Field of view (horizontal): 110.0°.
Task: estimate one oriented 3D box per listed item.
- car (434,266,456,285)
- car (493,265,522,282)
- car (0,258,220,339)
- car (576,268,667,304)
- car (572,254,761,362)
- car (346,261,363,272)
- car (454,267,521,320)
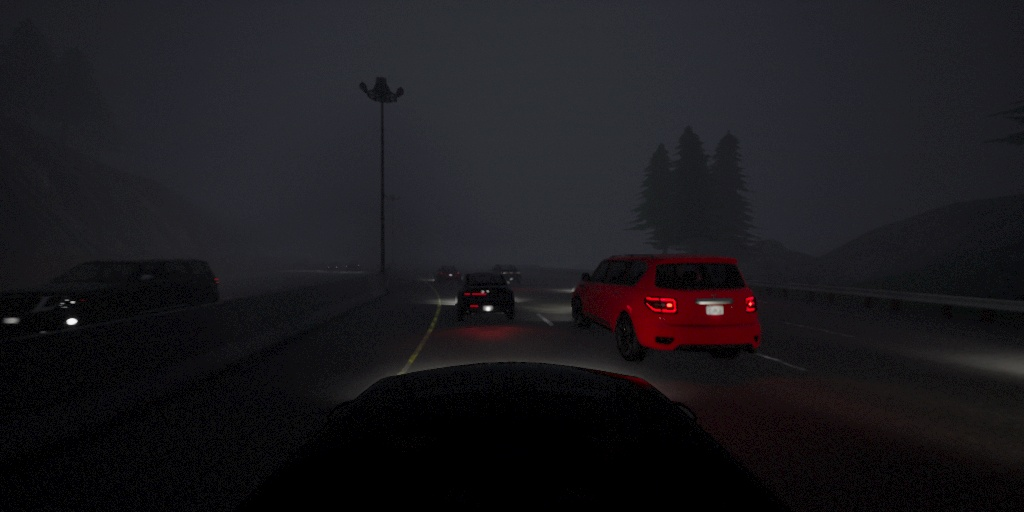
[{"bbox_3d":[-5.495,1.504,30.618,1.994,1.385,4.181,0,0,-17],"label":"car"},{"bbox_3d":[-0.698,1.384,26.754,2.128,1.511,4.902,0,0,-16],"label":"car"},{"bbox_3d":[-11.331,1.082,10.587,2.150,2.045,5.566,0,0,-8],"label":"car"},{"bbox_3d":[5.204,1.360,18.007,2.033,1.411,5.357,0,0,-12],"label":"car"},{"bbox_3d":[3.069,0.993,8.509,2.150,2.045,5.566,0,0,-5],"label":"car"},{"bbox_3d":[-24.683,1.536,56.207,2.097,1.767,4.553,0,0,-17],"label":"car"},{"bbox_3d":[-1.066,1.324,13.075,1.837,1.490,4.892,0,0,-8],"label":"car"}]
